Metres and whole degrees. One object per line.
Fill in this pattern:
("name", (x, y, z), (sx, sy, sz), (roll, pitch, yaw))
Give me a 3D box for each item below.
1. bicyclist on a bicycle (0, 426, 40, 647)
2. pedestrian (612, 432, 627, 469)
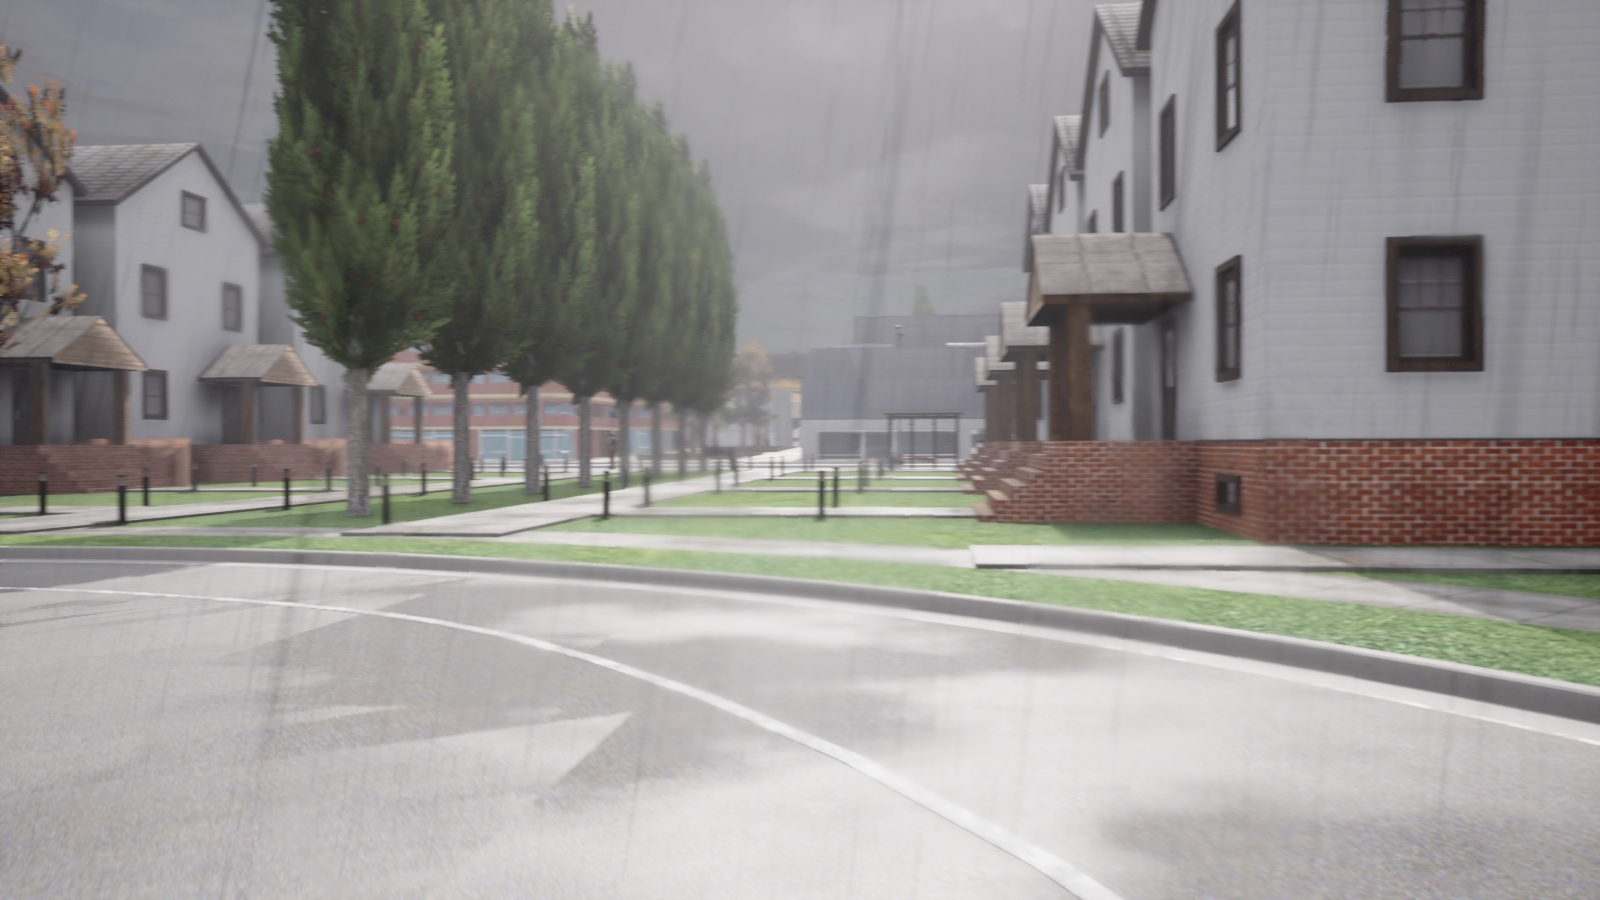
("bicyclist on a bicycle", (-6.603, 0.643, 9.394), (1.509, 1.612, 0.866), (0, 2, 28))
("pedestrian", (-9.009, 0.011, 62.708), (0.540, 1.848, 0.694), (0, 0, -31))
